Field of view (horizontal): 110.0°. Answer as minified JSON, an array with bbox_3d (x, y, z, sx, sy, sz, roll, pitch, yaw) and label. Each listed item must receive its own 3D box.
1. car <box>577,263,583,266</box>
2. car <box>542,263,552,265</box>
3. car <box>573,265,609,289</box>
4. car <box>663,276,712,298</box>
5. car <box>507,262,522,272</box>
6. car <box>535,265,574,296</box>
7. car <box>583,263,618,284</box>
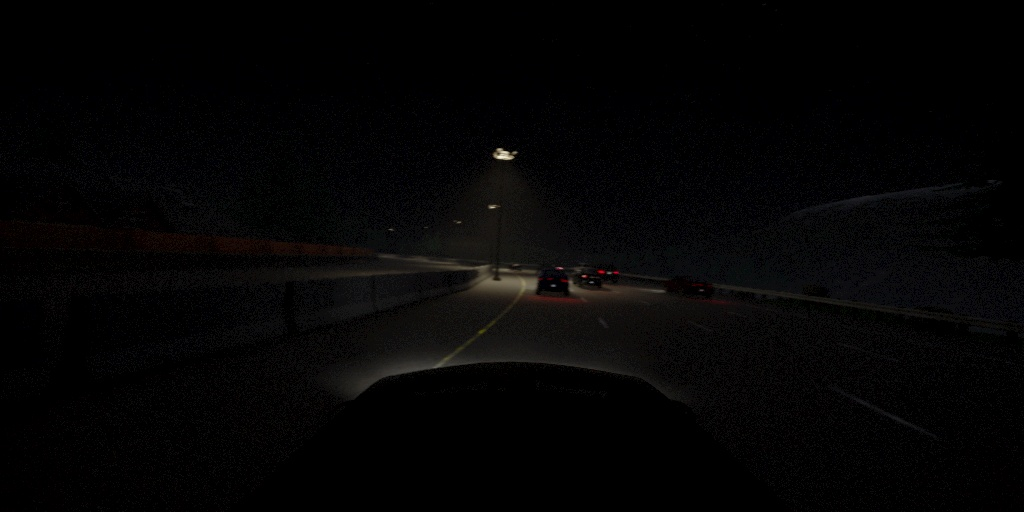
[{"bbox_3d":[11.719,2.215,59.507,2.150,2.045,5.566,4,-1,-9],"label":"car"},{"bbox_3d":[5.079,1.911,54.795,2.097,1.767,4.553,3,-1,-7],"label":"car"},{"bbox_3d":[6.323,1.893,30.681,2.128,1.511,4.902,4,0,1],"label":"car"},{"bbox_3d":[13.248,2.254,27.312,1.882,1.535,5.008,4,-1,2],"label":"car"},{"bbox_3d":[0.406,1.851,62.695,2.128,1.511,4.902,4,-1,-11],"label":"car"},{"bbox_3d":[2.531,1.581,22.984,1.882,1.535,5.008,4,-1,3],"label":"car"},{"bbox_3d":[9.960,1.922,39.869,2.150,2.045,5.566,4,-1,-3],"label":"car"}]
